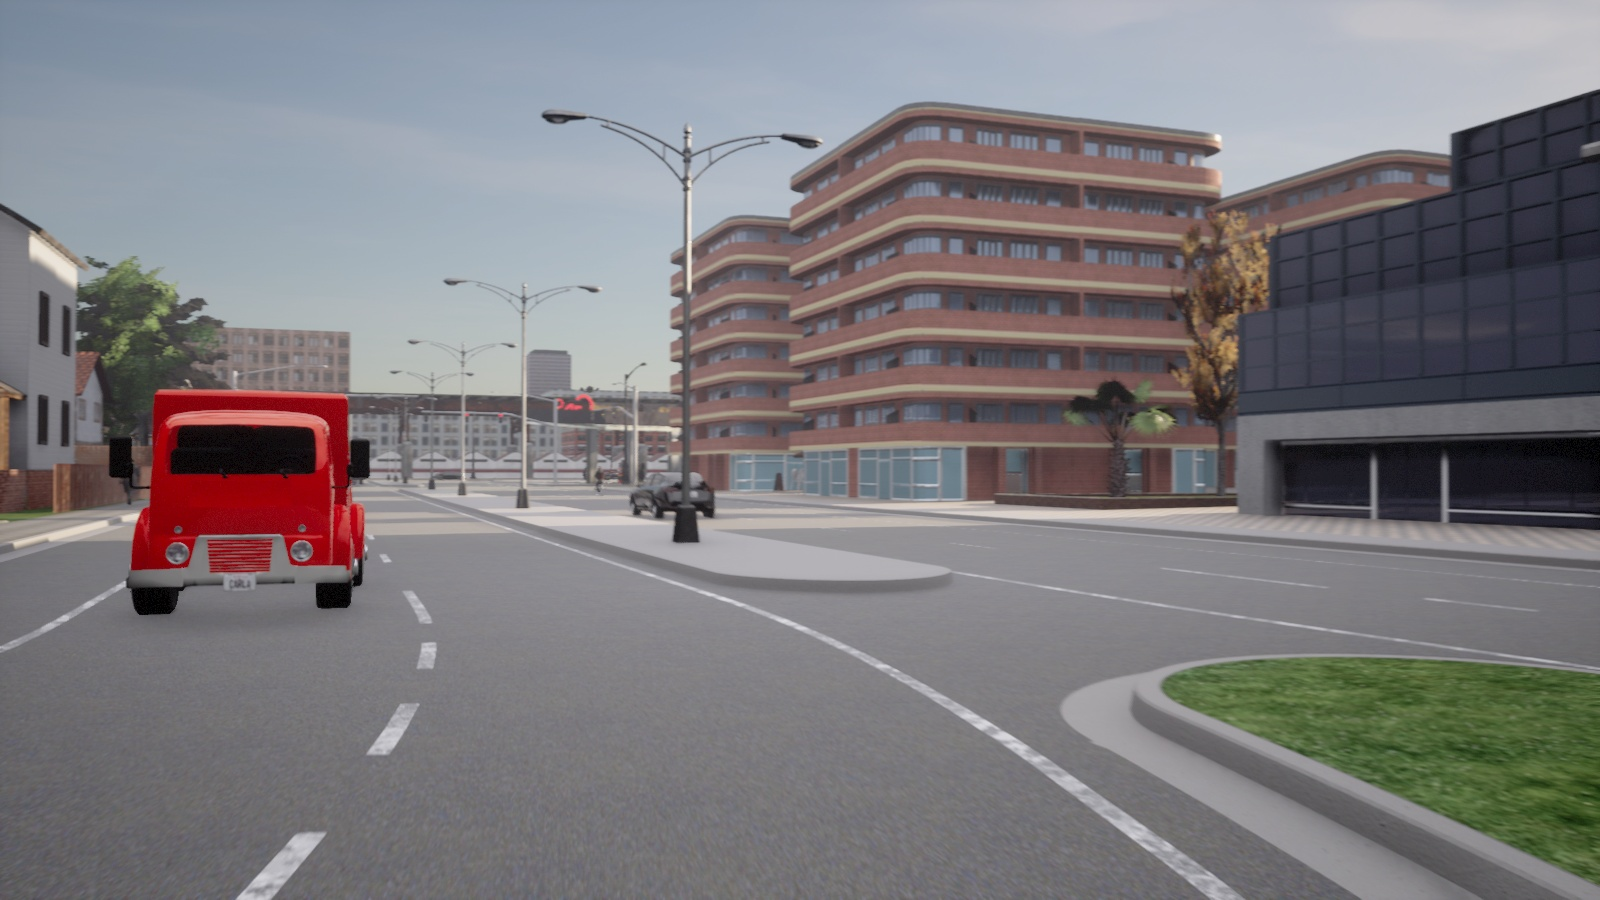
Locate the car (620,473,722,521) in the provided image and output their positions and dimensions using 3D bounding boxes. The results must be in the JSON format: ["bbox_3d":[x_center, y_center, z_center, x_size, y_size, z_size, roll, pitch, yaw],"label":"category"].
[{"bbox_3d":[-4.340,1.510,41.550,2.163,1.488,4.792,0,-1,-21],"label":"car"}]

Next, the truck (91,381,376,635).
[{"bbox_3d":[-6.573,0.609,15.134,2.627,2.467,5.204,0,-1,-20],"label":"truck"}]

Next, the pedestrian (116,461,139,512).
[{"bbox_3d":[-26.021,1.401,48.572,0.659,1.952,0.873,0,-1,-20],"label":"pedestrian"}]
